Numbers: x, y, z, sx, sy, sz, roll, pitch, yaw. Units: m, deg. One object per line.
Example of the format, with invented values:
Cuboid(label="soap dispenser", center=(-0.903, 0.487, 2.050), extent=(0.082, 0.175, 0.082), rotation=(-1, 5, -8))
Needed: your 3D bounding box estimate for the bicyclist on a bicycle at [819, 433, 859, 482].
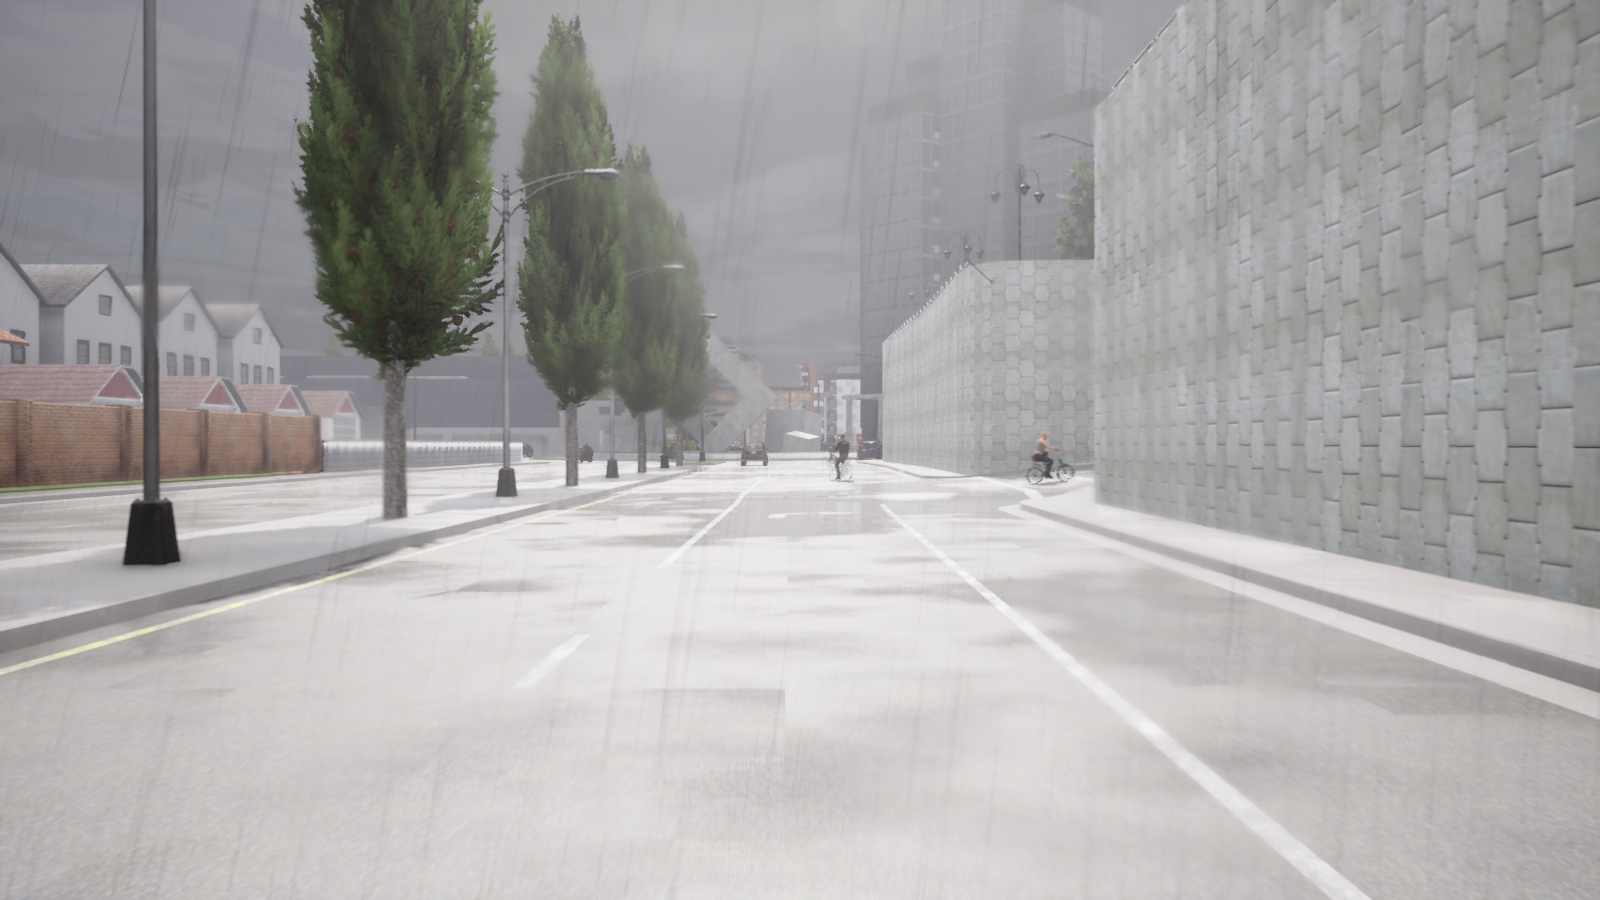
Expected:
Cuboid(label="bicyclist on a bicycle", center=(1.435, 0.287, 46.716), extent=(0.659, 1.776, 1.843), rotation=(1, 0, -26))

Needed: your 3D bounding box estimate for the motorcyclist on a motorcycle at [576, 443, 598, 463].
Cuboid(label="motorcyclist on a motorcycle", center=(-16.175, 0.232, 95.251), extent=(0.866, 1.530, 2.191), rotation=(-1, 1, -33))

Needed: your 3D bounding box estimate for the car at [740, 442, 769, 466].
Cuboid(label="car", center=(-2.998, 0.253, 83.383), extent=(1.789, 1.549, 3.705), rotation=(0, 0, 1))

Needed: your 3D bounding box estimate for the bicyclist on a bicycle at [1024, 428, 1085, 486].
Cuboid(label="bicyclist on a bicycle", center=(7.688, 0.210, 37.992), extent=(1.509, 1.612, 0.866), rotation=(-5, 2, -7))
